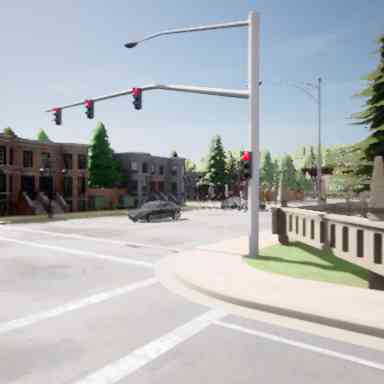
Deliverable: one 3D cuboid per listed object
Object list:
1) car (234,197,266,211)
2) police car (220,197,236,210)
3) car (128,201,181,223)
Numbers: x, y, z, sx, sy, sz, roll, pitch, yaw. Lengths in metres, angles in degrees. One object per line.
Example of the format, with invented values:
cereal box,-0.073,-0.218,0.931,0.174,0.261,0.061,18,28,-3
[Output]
car,7.087,1.561,39.217,1.994,1.385,4.181,0,0,35
police car,5.395,1.455,42.876,2.038,1.542,4.974,0,0,35
car,-2.774,1.463,25.530,1.837,1.490,4.892,0,0,36
